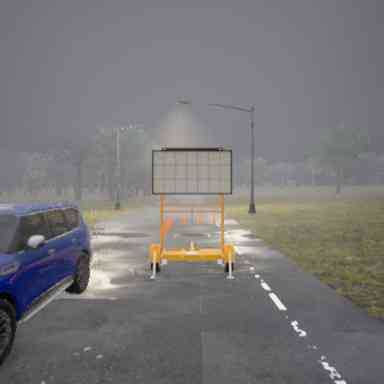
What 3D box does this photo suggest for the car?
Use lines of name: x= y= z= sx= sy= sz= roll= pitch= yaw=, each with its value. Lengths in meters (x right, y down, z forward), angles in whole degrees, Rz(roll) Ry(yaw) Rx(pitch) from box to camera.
car: x=-3.493 y=1.230 z=5.925 sx=2.150 sy=2.045 sz=5.566 roll=0 pitch=0 yaw=0

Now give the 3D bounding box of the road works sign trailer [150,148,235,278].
road works sign trailer: x=0.008 y=0.473 z=10.104 sx=2.380 sy=3.560 sz=2.880 roll=0 pitch=0 yaw=0
